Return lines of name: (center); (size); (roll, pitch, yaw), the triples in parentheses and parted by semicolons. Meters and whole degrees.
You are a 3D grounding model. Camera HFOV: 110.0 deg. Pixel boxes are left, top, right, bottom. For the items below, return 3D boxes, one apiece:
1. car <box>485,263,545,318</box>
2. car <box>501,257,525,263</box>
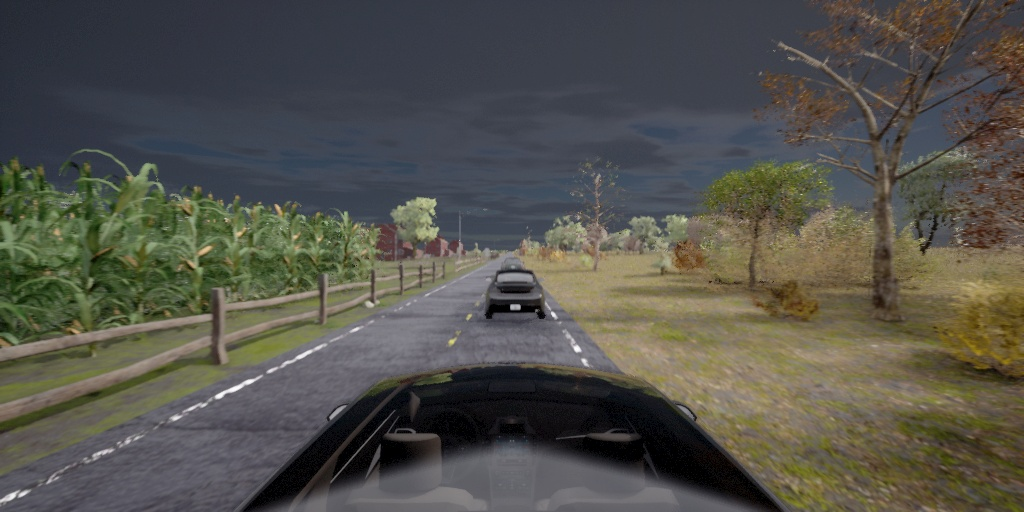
car: (0.099, 1.188, 12.646); (1.837, 1.490, 4.892); (0, 1, 0)
car: (0.072, 0.905, 31.773); (2.097, 1.767, 4.553); (0, 0, 0)
